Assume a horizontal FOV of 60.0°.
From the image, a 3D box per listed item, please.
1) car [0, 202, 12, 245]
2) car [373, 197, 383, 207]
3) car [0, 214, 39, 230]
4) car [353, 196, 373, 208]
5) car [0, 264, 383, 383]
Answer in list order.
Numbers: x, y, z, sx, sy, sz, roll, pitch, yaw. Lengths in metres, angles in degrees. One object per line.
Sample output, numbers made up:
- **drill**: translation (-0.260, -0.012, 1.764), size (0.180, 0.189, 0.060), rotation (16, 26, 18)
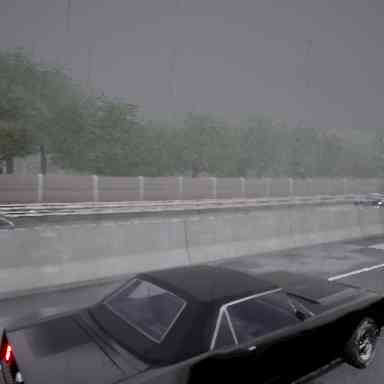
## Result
- **car**: translation (-10.245, 1.346, 13.879), size (4.553, 1.767, 2.097), rotation (0, 0, -35)
- **car**: translation (22.909, 1.130, 37.486), size (4.892, 1.490, 1.837), rotation (-1, 1, -35)
- **car**: translation (-7.796, 1.501, 11.326), size (4.892, 1.490, 1.837), rotation (0, 0, -35)
- **car**: translation (21.952, 1.207, 41.097), size (4.718, 1.301, 1.895), rotation (-1, 1, -35)
- **car**: translation (0.452, 1.604, 4.068), size (4.718, 1.301, 1.895), rotation (0, 0, -35)
